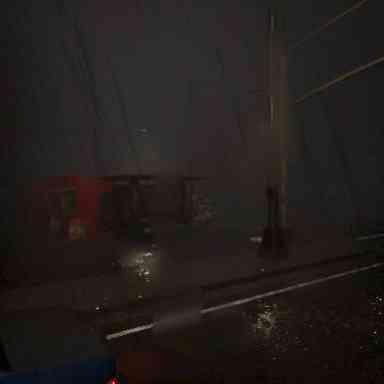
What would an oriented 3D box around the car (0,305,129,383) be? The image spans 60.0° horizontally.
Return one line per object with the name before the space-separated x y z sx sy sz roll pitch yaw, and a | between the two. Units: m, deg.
car | -3.031 1.555 1.812 5.357 1.411 2.033 0 0 -35
